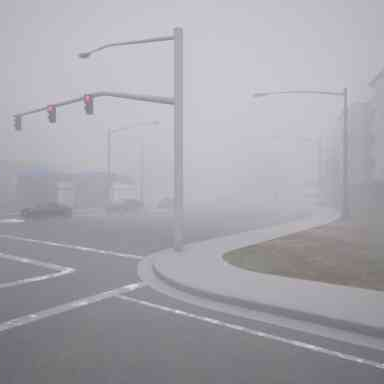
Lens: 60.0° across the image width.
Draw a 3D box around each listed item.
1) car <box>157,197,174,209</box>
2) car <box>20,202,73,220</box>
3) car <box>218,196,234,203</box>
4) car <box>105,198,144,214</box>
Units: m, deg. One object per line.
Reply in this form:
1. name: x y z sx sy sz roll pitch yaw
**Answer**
1. car: -3.198 1.505 45.314 1.837 1.490 4.892 0 0 15
2. car: -12.411 1.564 28.572 1.994 1.385 4.181 0 0 36
3. car: 7.097 1.489 69.358 2.128 1.511 4.902 0 0 -18
4. car: -7.239 1.477 36.058 1.882 1.535 5.008 0 0 30
